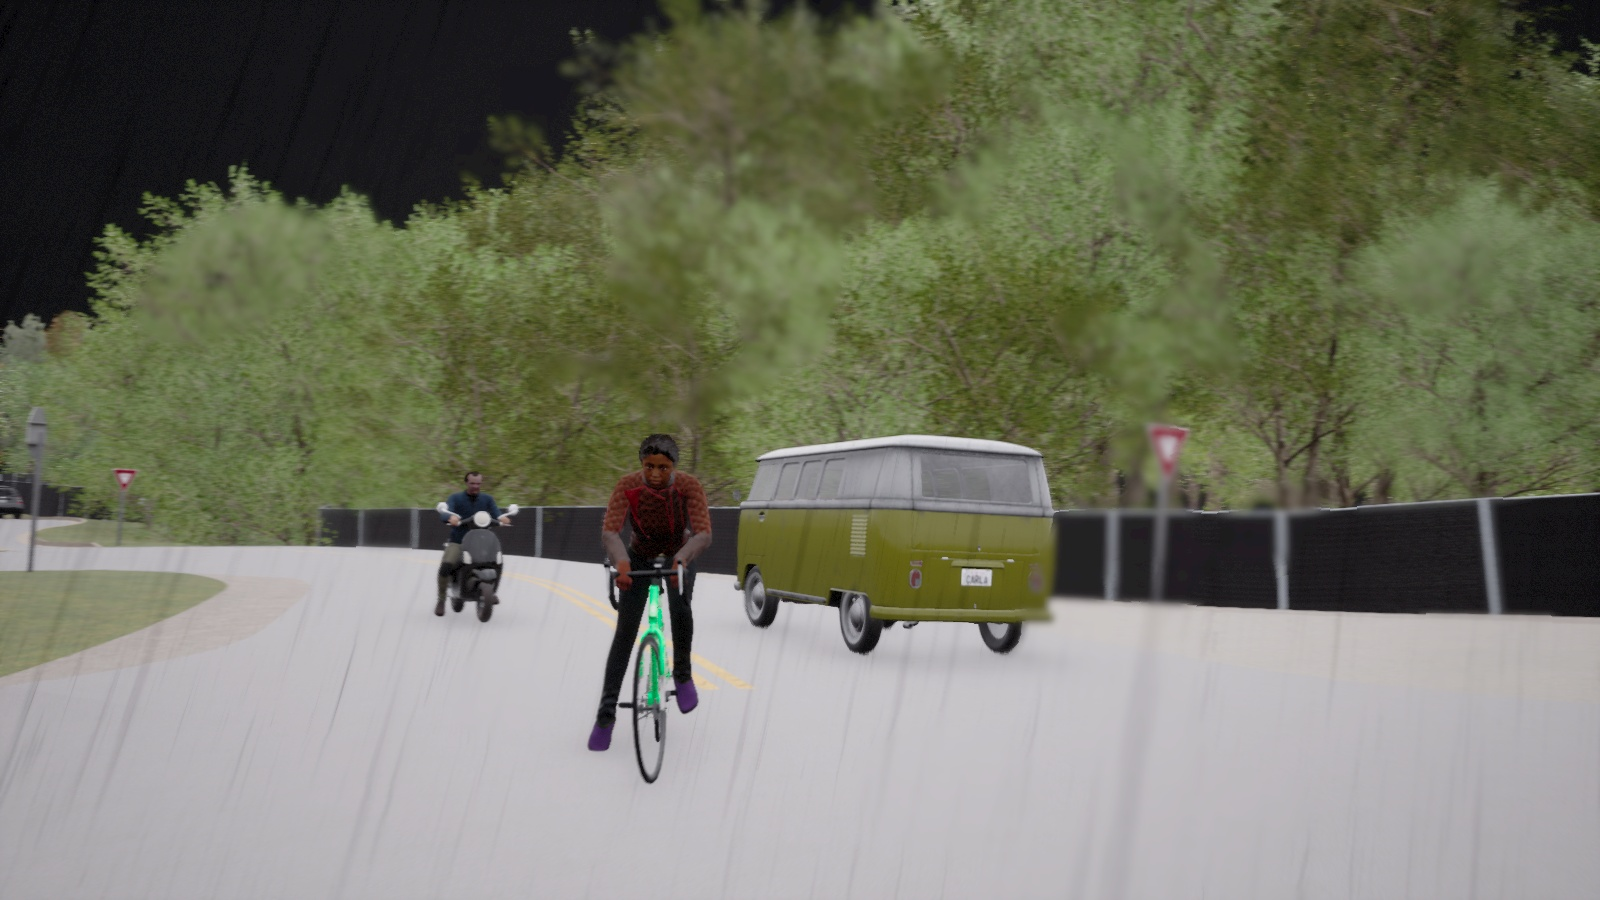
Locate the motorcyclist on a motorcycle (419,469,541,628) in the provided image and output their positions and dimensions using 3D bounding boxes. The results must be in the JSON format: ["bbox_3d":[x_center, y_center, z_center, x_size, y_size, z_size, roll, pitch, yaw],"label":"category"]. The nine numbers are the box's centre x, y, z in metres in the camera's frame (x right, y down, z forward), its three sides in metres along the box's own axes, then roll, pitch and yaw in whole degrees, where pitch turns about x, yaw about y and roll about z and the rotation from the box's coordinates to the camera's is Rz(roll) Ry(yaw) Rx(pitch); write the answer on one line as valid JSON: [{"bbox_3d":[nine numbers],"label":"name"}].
[{"bbox_3d":[-3.491,1.039,13.591,0.866,1.590,1.817,3,-3,-26],"label":"motorcyclist on a motorcycle"}]

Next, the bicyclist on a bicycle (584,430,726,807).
[{"bbox_3d":[-0.673,0.753,6.254,0.582,1.620,1.656,1,-2,-3],"label":"bicyclist on a bicycle"}]

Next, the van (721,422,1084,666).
[{"bbox_3d":[0.789,0.916,12.651,1.775,1.987,4.442,4,-4,-22],"label":"van"}]

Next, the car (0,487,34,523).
[{"bbox_3d":[-38.459,2.652,60.235,3.988,1.617,1.851,-4,-5,42],"label":"car"}]
